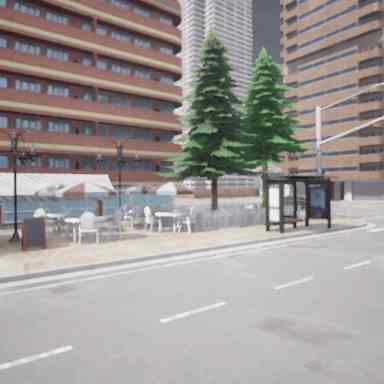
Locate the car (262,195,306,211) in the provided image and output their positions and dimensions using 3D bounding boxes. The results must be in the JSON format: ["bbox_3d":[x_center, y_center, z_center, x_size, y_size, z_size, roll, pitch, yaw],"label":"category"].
[{"bbox_3d":[9.599,1.289,34.587,1.994,1.385,4.181,-1,1,-37],"label":"car"}]

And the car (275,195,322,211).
[{"bbox_3d":[11.875,1.184,37.386,1.837,1.490,4.892,-1,2,-37],"label":"car"}]
